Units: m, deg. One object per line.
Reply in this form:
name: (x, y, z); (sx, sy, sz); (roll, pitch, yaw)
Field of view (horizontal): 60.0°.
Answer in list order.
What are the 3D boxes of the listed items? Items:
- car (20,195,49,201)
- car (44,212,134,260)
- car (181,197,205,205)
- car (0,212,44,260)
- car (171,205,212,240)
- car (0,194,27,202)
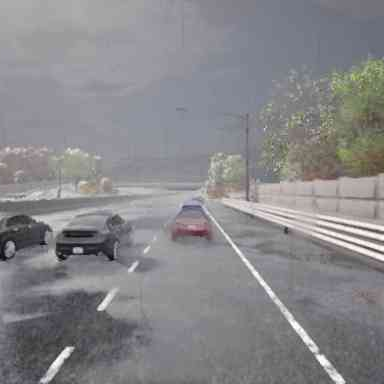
car: (-21.011, 1.523, 45.715); (2.128, 1.511, 4.902); (0, 0, 0)
car: (-3.405, 1.501, 12.346); (1.837, 1.490, 4.892); (0, 0, 0)
car: (-0.009, 1.486, 31.469); (1.882, 1.535, 5.008); (0, 0, 0)
car: (-6.903, 1.501, 12.348); (1.837, 1.490, 4.892); (0, 0, 0)
car: (-0.005, 1.561, 17.139); (1.994, 1.385, 4.181); (0, 0, 0)
car: (-24.512, 1.236, 45.684); (2.150, 2.045, 5.566); (0, 0, 0)
